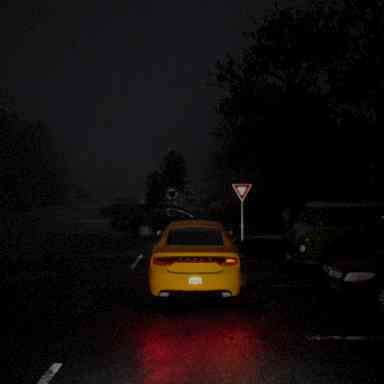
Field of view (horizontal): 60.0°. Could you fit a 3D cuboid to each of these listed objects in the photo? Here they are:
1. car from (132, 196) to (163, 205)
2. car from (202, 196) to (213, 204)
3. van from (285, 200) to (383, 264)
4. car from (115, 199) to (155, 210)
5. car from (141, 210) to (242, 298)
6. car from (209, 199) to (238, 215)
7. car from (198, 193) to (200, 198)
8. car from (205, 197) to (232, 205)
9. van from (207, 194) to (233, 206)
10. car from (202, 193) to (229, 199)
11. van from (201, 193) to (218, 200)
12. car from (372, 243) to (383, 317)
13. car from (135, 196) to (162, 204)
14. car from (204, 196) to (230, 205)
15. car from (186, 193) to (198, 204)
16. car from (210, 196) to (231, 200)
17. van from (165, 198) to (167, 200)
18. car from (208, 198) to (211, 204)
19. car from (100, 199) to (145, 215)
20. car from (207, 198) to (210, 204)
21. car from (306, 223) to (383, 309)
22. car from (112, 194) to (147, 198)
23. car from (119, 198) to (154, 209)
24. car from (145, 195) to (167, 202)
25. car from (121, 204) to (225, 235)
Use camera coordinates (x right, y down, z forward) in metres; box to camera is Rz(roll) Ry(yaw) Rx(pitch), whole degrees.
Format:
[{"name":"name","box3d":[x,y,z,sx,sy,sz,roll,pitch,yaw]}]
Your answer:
[{"name":"car","box3d":[-8.141,1.606,61.318,5.366,1.575,1.946,0,1,0]},{"name":"car","box3d":[4.574,1.768,47.428,5.366,1.575,1.946,0,1,0]},{"name":"van","box3d":[4.916,1.226,9.373,4.442,1.987,1.878,-1,0,0]},{"name":"car","box3d":[-8.134,1.767,47.440,5.366,1.575,1.946,0,1,0]},{"name":"car","box3d":[0.069,1.451,8.538,1.882,1.535,5.008,0,0,0]},{"name":"car","box3d":[4.760,1.904,36.471,5.008,1.535,2.097,0,1,0]},{"name":"car","box3d":[4.716,1.269,80.657,5.566,2.045,2.435,0,0,0]},{"name":"car","box3d":[4.782,1.638,61.401,4.792,1.488,2.163,0,1,0]},{"name":"van","box3d":[4.871,1.411,58.628,4.442,1.987,1.878,0,1,0]},{"name":"car","box3d":[4.786,1.452,52.964,5.566,2.045,2.435,0,1,0]},{"name":"van","box3d":[4.855,1.256,91.864,4.442,1.987,1.878,0,0,0]},{"name":"car","box3d":[5.043,1.515,3.916,4.674,1.452,2.002,0,0,0]},{"name":"car","box3d":[-8.334,1.588,64.085,4.892,1.521,2.231,0,1,0]},{"name":"car","box3d":[4.781,1.617,64.040,4.792,1.488,2.163,0,0,0]},{"name":"car","box3d":[-0.190,1.570,66.678,1.882,1.535,5.008,0,1,0]},{"name":"car","box3d":[4.795,1.745,39.241,4.553,1.767,2.185,0,1,0]},{"name":"van","box3d":[-8.215,1.323,72.413,4.442,1.987,1.878,0,0,0]},{"name":"car","box3d":[4.733,1.868,41.888,4.792,1.488,2.163,0,1,0]},{"name":"car","box3d":[-8.345,1.901,39.113,4.792,1.488,2.163,0,1,0]},{"name":"car","box3d":[4.758,1.845,44.658,4.674,1.452,2.002,0,1,0]},{"name":"car","box3d":[5.044,1.502,6.701,4.674,1.452,2.002,0,0,0]},{"name":"car","box3d":[-8.290,1.552,44.661,5.566,2.045,2.435,0,1,0]},{"name":"car","box3d":[-8.315,1.737,50.216,4.892,1.521,2.231,0,1,0]},{"name":"car","box3d":[-8.364,1.559,77.966,4.792,1.488,2.163,0,0,0]},{"name":"car","box3d":[-0.873,1.565,17.527,4.902,1.511,2.128,-1,-3,7]}]
